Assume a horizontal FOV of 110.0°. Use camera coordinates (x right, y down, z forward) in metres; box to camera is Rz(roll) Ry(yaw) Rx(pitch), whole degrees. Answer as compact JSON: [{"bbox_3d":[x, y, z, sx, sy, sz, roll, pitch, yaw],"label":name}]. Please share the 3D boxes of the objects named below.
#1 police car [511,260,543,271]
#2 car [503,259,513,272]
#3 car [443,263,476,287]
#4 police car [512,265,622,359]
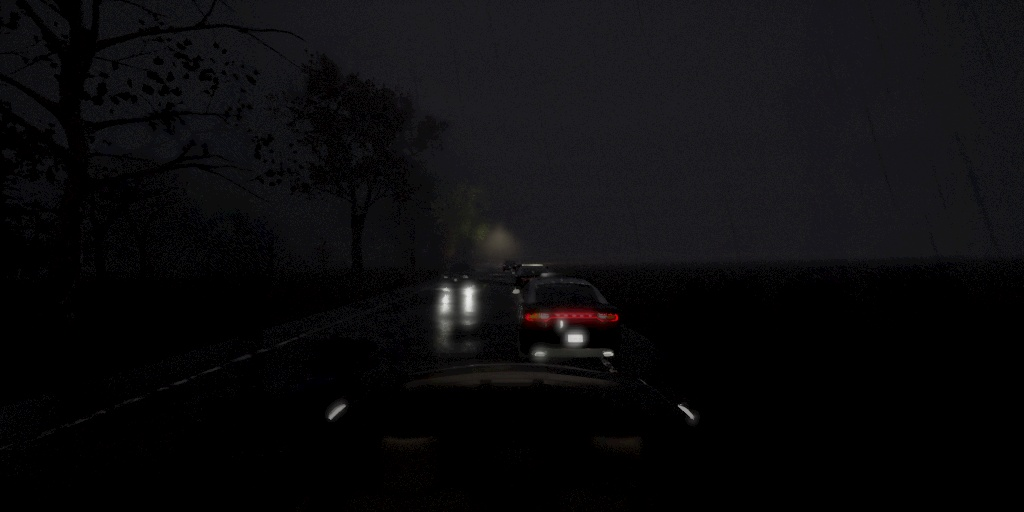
[{"bbox_3d":[1.037,1.181,18.592,1.930,1.638,5.238,0,0,0],"label":"police car"},{"bbox_3d":[-0.237,1.345,47.185,1.994,1.385,4.181,0,0,0],"label":"car"},{"bbox_3d":[-3.555,1.264,24.937,1.837,1.490,4.892,0,0,0],"label":"car"},{"bbox_3d":[1.059,1.176,8.582,1.930,1.638,5.238,0,0,0],"label":"police car"}]
